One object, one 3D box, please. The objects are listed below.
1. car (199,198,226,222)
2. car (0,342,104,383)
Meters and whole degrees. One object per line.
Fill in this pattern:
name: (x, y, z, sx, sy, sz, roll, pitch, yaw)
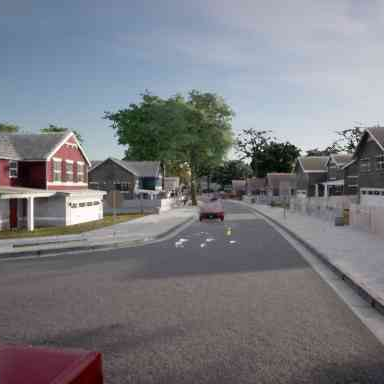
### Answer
car: (1.670, 1.519, 26.846, 1.882, 1.535, 5.008, 0, 0, 6)
car: (-2.074, 1.601, 0.863, 1.895, 1.301, 4.718, 0, 0, 10)
